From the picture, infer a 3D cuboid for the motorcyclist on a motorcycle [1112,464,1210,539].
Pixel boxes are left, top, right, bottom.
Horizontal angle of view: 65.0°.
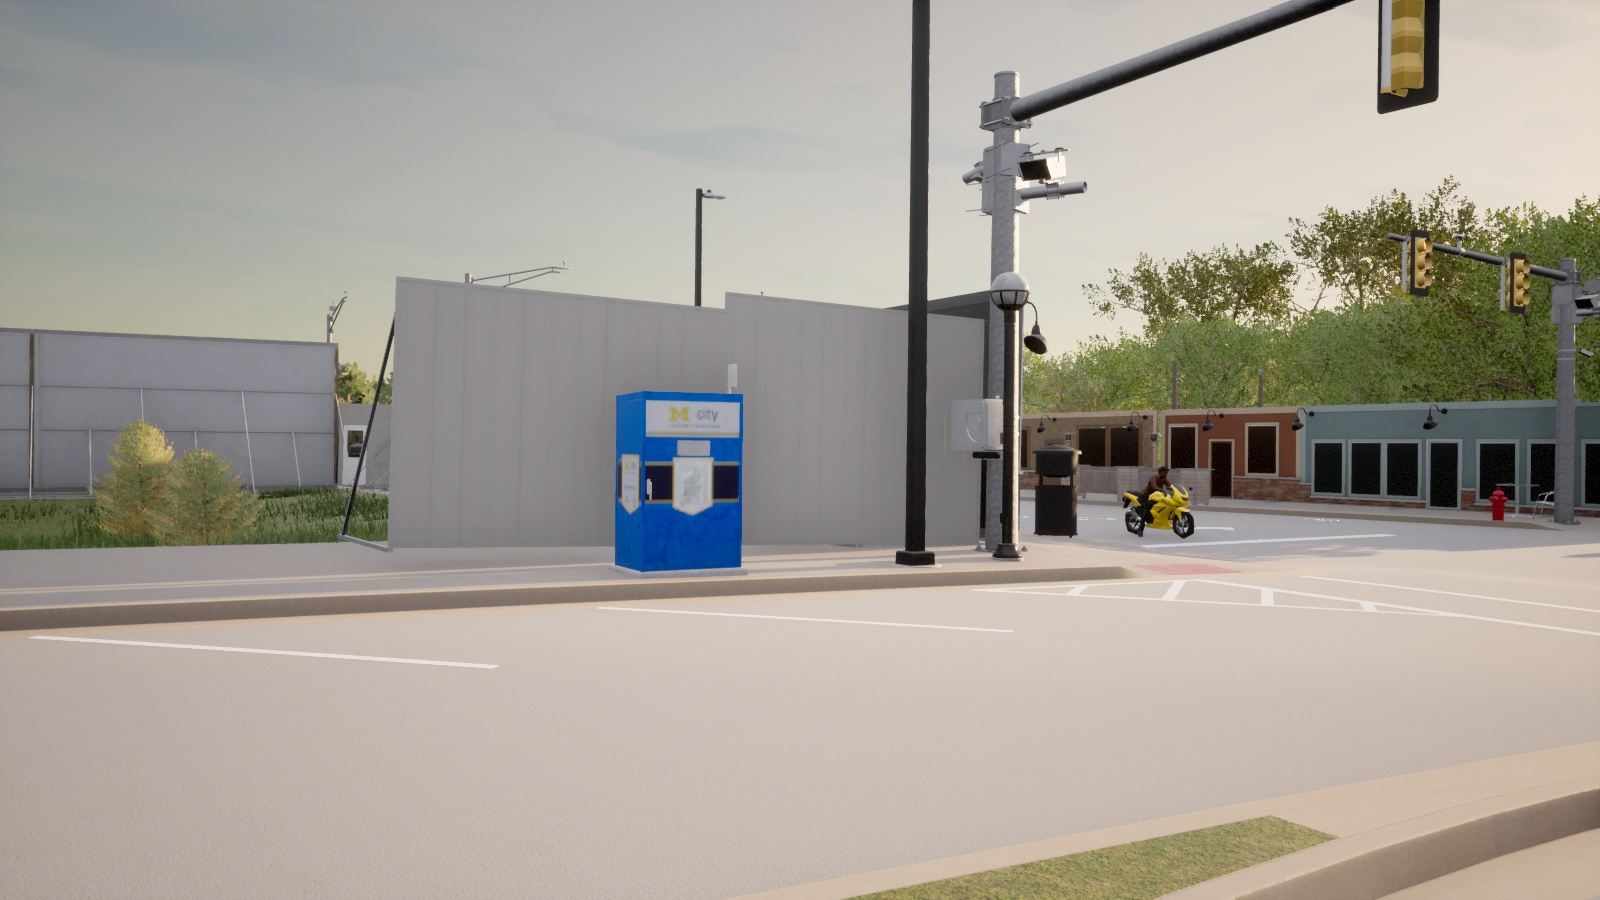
[{"bbox_3d":[7.667,1.065,26.779,0.797,1.523,2.044,0,0,-29],"label":"motorcyclist on a motorcycle"}]
